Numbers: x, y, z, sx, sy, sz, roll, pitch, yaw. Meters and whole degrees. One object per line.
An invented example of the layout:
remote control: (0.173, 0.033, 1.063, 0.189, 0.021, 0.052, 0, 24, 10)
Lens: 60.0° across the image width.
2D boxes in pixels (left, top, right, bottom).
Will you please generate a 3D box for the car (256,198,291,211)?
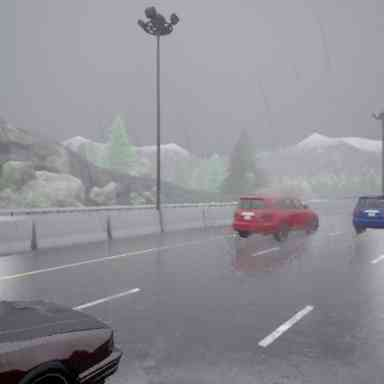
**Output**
car: (10.156, 1.468, 41.302, 4.674, 1.442, 1.812, 0, 0, -39)

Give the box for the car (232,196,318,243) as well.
car: (4.235, 1.198, 16.418, 2.150, 2.045, 5.566, 0, 0, 43)

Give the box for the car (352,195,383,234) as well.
car: (10.589, 1.186, 17.982, 2.150, 2.045, 5.566, 0, 0, 45)

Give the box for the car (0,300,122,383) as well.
car: (-3.028, 1.551, 2.164, 2.033, 1.411, 5.357, 0, 0, 36)

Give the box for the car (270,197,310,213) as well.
car: (11.160, 1.422, 37.604, 5.008, 1.535, 1.882, 0, 0, -39)

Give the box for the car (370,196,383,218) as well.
car: (17.580, 1.296, 29.045, 4.553, 1.767, 2.097, 0, 0, -41)

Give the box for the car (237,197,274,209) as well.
car: (8.550, 1.433, 44.504, 4.902, 1.511, 2.128, 0, 0, -39)
